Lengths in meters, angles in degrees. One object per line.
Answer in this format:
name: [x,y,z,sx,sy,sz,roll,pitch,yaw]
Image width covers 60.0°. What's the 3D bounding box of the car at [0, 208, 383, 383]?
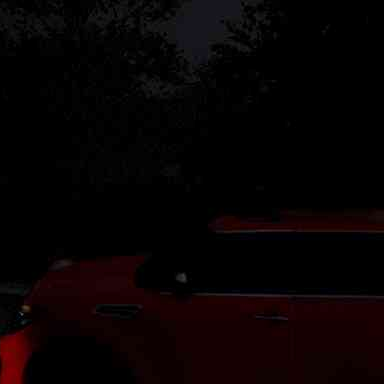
car: [0.869,1.215,3.691,5.566,2.045,2.150,0,0,8]
